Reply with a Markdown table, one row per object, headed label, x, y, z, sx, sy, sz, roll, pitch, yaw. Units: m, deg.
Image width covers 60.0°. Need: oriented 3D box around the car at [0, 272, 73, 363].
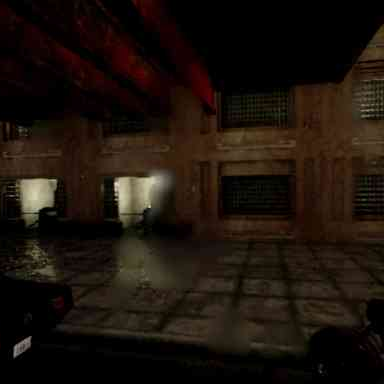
| label | x | y | z | sx | sy | sz | roll | pitch | yaw |
| --- | --- | --- | --- | --- | --- | --- | --- | --- | --- |
| car | -4.210 | 1.591 | 4.488 | 4.718 | 1.301 | 1.895 | -1 | 1 | 13 |
